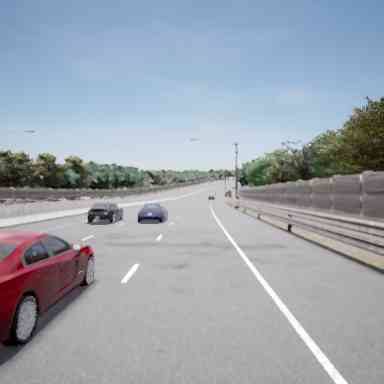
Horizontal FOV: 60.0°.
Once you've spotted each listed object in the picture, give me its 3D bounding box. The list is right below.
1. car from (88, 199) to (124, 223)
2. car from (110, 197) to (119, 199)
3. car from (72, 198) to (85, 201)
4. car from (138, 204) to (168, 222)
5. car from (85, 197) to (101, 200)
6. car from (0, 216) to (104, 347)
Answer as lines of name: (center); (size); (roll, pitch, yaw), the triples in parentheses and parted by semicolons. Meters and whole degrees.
car: (-6.584, 1.544, 25.730); (1.837, 1.490, 4.892); (0, 0, 1)
car: (-15.578, 1.824, 66.605); (2.128, 1.511, 4.902); (0, 0, 3)
car: (-22.565, 1.881, 66.997); (1.895, 1.301, 4.718); (0, 0, 3)
car: (-3.064, 1.610, 26.510); (1.994, 1.385, 4.181); (0, 0, 1)
car: (-19.094, 1.816, 66.395); (1.812, 1.442, 4.674); (0, 0, 3)
car: (-3.366, 1.481, 6.354); (1.882, 1.535, 5.008); (0, 0, 0)
